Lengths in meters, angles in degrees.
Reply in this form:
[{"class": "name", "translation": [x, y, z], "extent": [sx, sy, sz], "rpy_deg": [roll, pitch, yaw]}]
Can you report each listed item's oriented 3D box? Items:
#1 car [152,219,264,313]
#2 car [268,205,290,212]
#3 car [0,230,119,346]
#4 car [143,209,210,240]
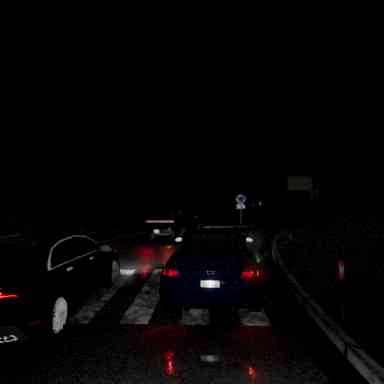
[{"class": "car", "translation": [0.502, 1.562, 7.782], "extent": [1.994, 1.385, 4.181], "rpy_deg": [0, 0, 5]}, {"class": "car", "translation": [19.079, 3.759, 73.234], "extent": [4.553, 1.767, 2.097], "rpy_deg": [-4, -6, 41]}, {"class": "car", "translation": [-2.857, 1.521, 6.557], "extent": [1.837, 1.490, 4.892], "rpy_deg": [0, 0, 3]}, {"class": "car", "translation": [-0.865, 1.622, 17.292], "extent": [2.128, 1.511, 4.902], "rpy_deg": [-1, -2, 17]}]
